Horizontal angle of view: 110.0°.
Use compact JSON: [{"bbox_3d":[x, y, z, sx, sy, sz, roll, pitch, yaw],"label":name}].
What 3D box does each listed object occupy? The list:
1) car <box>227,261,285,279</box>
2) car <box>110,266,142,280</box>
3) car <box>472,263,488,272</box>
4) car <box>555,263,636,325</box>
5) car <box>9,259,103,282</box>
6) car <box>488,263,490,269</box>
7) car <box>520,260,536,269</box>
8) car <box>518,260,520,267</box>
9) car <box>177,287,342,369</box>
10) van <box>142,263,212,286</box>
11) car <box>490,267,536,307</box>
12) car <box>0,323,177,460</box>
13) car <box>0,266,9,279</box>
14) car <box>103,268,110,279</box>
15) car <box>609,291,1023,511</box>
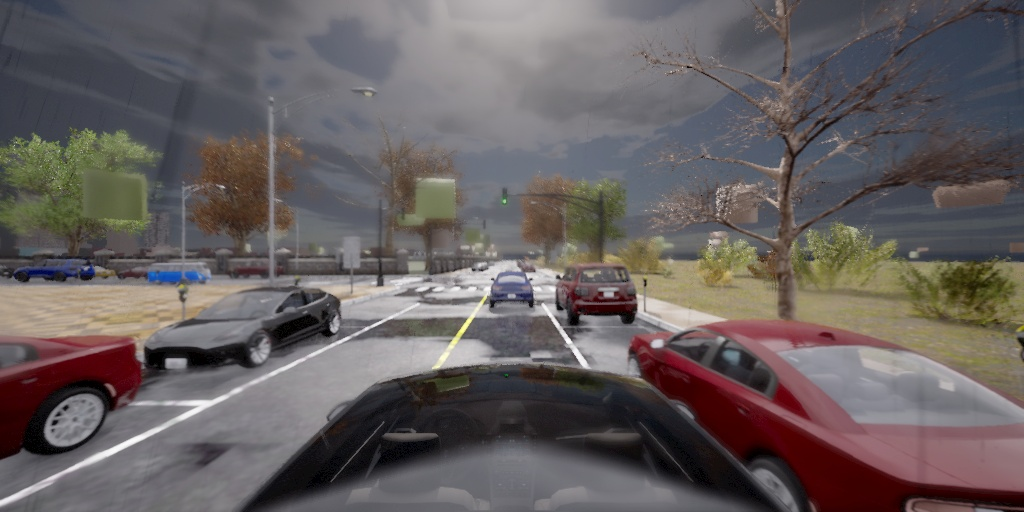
[{"bbox_3d":[-25.700,1.382,36.194,5.009,1.841,2.192,0,0,-1],"label":"car"},{"bbox_3d":[-36.949,1.669,35.992,4.207,1.307,1.802,0,0,-1],"label":"car"},{"bbox_3d":[-5.363,1.836,57.227,1.948,1.339,4.313,0,0,0],"label":"car"},{"bbox_3d":[2.686,1.164,12.284,2.192,1.841,5.009,0,0,0],"label":"car"},{"bbox_3d":[-42.184,1.323,33.185,5.566,2.045,2.150,0,0,-1],"label":"car"},{"bbox_3d":[-5.366,1.890,62.913,1.948,1.339,4.313,0,0,0],"label":"car"},{"bbox_3d":[2.577,1.682,54.217,1.967,1.591,4.097,0,0,0],"label":"car"},{"bbox_3d":[2.515,1.869,62.917,1.888,1.381,4.507,0,0,0],"label":"car"},{"bbox_3d":[-5.393,1.374,7.937,1.948,1.339,4.313,0,0,0],"label":"car"},{"bbox_3d":[-25.843,1.437,28.020,3.998,1.789,1.690,0,0,-1],"label":"van"},{"bbox_3d":[-0.006,1.412,16.223,1.812,1.442,4.674,0,0,0],"label":"car"},{"bbox_3d":[-5.316,1.301,2.394,1.888,1.381,4.507,0,0,0],"label":"car"},{"bbox_3d":[-42.723,1.677,27.718,4.403,1.370,2.007,0,0,-1],"label":"car"},{"bbox_3d":[-42.743,1.623,35.889,4.829,1.417,1.751,0,0,-1],"label":"car"},{"bbox_3d":[2.579,1.313,3.647,1.888,1.381,4.507,0,0,0],"label":"car"}]
